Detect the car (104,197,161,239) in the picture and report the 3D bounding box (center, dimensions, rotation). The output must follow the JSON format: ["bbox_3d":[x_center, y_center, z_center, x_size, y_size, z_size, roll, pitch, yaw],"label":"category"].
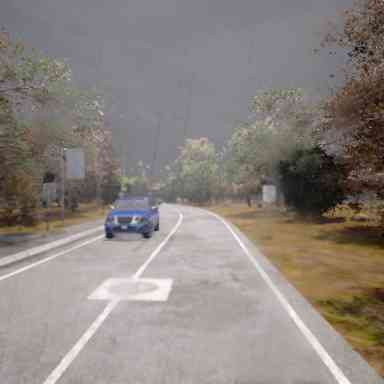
[{"bbox_3d":[-3.062,1.298,18.190,2.150,2.045,5.566,0,0,2],"label":"car"}]

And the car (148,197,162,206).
[{"bbox_3d":[-6.613,1.688,59.509,1.837,1.490,4.892,2,0,-13],"label":"car"}]
